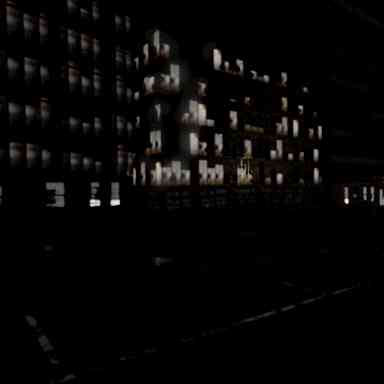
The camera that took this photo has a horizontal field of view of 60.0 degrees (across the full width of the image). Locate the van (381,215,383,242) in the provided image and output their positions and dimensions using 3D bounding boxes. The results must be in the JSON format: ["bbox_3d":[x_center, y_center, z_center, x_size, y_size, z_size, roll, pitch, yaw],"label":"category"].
[{"bbox_3d":[9.057,1.311,13.041,3.998,1.788,1.690,0,-1,-36],"label":"van"}]
